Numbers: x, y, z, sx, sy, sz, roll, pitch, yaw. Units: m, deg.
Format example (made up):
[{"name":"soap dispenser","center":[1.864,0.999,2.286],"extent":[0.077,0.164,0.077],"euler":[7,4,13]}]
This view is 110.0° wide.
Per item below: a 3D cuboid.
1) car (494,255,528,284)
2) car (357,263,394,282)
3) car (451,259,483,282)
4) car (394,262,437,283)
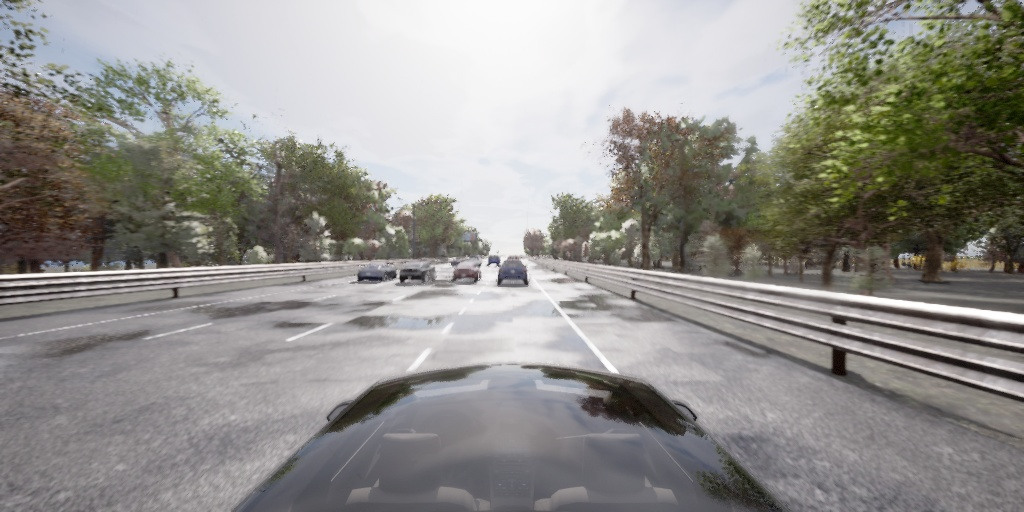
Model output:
[{"name":"car","center":[0.057,1.038,26.188],"extent":[2.097,1.767,4.553],"euler":[0,0,0]},{"name":"car","center":[-10.433,1.246,28.079],"extent":[1.994,1.385,4.181],"euler":[0,0,0]},{"name":"car","center":[-3.437,1.208,27.931],"extent":[1.812,1.442,4.674],"euler":[0,0,0]},{"name":"car","center":[-6.937,1.191,26.783],"extent":[1.837,1.490,4.892],"euler":[0,1,0]}]
